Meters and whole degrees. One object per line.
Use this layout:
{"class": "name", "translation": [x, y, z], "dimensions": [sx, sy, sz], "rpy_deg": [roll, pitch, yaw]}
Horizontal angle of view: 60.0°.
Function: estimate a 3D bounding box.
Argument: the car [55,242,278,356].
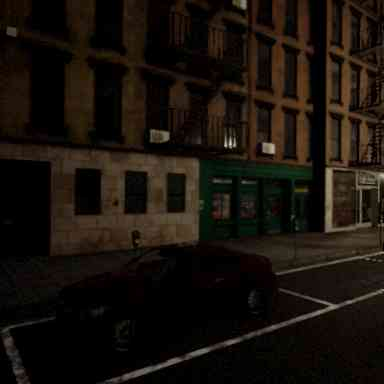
{"class": "car", "translation": [-0.216, 1.616, 6.037], "dimensions": [4.206, 1.307, 1.802], "rpy_deg": [1, 0, -35]}
